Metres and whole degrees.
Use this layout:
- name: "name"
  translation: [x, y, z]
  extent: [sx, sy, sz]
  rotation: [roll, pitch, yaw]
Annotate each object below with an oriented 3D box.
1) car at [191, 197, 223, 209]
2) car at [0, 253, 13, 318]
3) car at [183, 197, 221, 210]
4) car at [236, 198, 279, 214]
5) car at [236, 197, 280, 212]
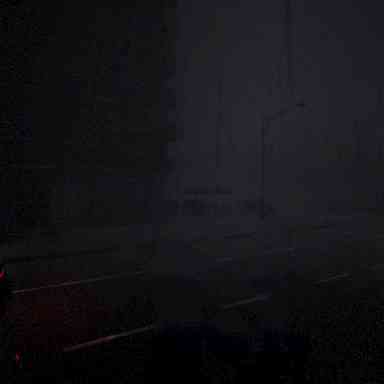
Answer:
- name: "car"
  translation: [2.013, 1.470, 46.273]
  extent: [1.812, 1.442, 4.674]
  rotation: [0, 0, -41]
- name: "car"
  translation: [-5.278, 1.478, 4.501]
  extent: [5.008, 1.535, 1.882]
  rotation: [0, 0, -36]
- name: "car"
  translation: [1.008, 1.492, 42.218]
  extent: [2.033, 1.411, 5.357]
  rotation: [0, 0, -37]
- name: "car"
  translation: [6.707, 1.436, 34.307]
  extent: [2.128, 1.511, 4.902]
  rotation: [0, 0, -38]
- name: "car"
  translation: [7.650, 1.436, 38.947]
  extent: [2.128, 1.511, 4.902]
  rotation: [0, 0, -37]
